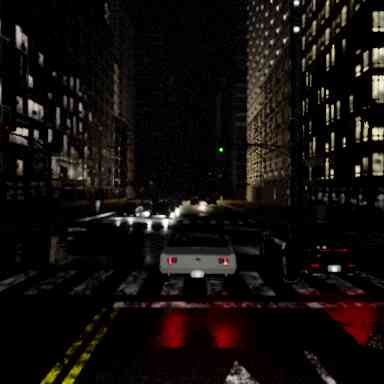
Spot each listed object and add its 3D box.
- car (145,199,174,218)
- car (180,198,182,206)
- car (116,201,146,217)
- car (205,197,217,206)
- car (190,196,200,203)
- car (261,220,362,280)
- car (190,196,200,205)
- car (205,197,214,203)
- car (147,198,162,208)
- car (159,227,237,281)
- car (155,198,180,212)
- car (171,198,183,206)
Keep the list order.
[{"bbox_3d":[-3.087,1.685,32.476,1.812,1.442,4.674,0,0,0],"label":"car"},{"bbox_3d":[-2.897,1.848,51.804,1.895,1.301,4.718,0,0,1],"label":"car"},{"bbox_3d":[-6.327,1.713,34.246,2.033,1.411,5.357,0,0,0],"label":"car"},{"bbox_3d":[3.772,1.850,63.673,2.033,1.411,5.357,0,0,0],"label":"car"},{"bbox_3d":[0.608,1.701,74.118,2.128,1.511,4.902,0,0,0],"label":"car"},{"bbox_3d":[3.401,1.639,10.299,1.837,1.490,4.892,0,-2,1],"label":"car"},{"bbox_3d":[0.525,1.903,64.148,1.895,1.301,4.718,0,0,0],"label":"car"},{"bbox_3d":[3.858,1.773,74.120,1.895,1.301,4.718,0,0,0],"label":"car"},{"bbox_3d":[-6.105,1.764,54.799,1.837,1.490,4.892,0,0,1],"label":"car"},{"bbox_3d":[0.165,1.721,10.160,1.895,1.301,4.718,0,-1,1],"label":"car"},{"bbox_3d":[-3.009,1.694,41.724,2.128,1.511,4.902,0,0,0],"label":"car"},{"bbox_3d":[-2.741,1.840,62.292,2.033,1.411,5.357,0,0,0],"label":"car"}]
